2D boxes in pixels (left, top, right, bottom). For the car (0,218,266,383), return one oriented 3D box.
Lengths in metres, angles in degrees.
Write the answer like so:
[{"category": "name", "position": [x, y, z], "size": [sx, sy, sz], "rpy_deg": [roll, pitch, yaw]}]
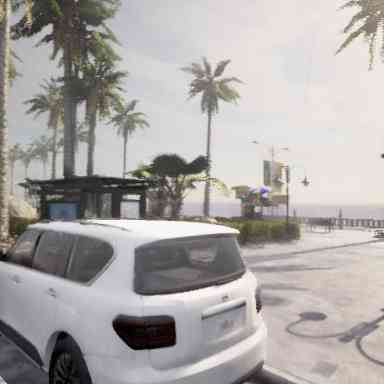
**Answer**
[{"category": "car", "position": [-1.569, 1.411, 5.118], "size": [2.150, 2.045, 5.566], "rpy_deg": [3, -3, -45]}]
